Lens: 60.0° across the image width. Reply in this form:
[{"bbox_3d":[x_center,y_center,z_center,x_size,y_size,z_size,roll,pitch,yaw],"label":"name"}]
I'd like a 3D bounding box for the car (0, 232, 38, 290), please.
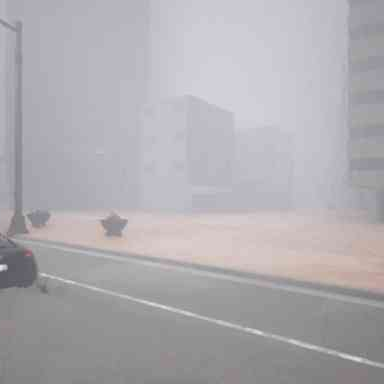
[{"bbox_3d":[-5.566,1.520,7.963,4.181,1.385,1.994,0,0,36],"label":"car"}]
